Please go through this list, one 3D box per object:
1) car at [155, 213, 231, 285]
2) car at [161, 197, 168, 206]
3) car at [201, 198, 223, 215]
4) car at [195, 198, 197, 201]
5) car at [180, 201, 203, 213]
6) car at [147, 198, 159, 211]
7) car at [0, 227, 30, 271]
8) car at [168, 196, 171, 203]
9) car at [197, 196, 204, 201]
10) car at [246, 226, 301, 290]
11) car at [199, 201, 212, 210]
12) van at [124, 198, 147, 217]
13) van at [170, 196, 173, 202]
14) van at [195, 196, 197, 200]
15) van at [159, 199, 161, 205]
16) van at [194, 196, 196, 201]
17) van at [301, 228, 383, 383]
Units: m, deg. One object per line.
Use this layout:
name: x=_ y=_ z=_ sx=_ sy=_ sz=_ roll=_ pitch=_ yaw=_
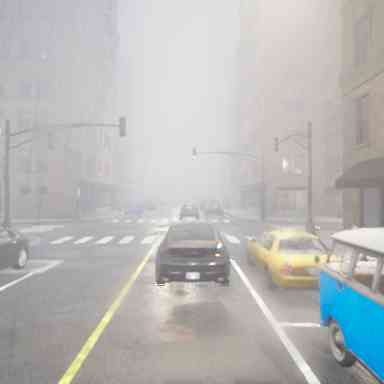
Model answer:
car: x=0.025 y=1.603 z=9.778 sx=1.837 sy=1.490 sz=4.892 roll=0 pitch=0 yaw=0
car: x=-6.581 y=2.185 z=69.566 sx=1.887 sy=1.381 sz=4.507 roll=0 pitch=0 yaw=-1
car: x=2.297 y=1.788 z=36.160 sx=1.967 sy=1.590 sz=4.097 roll=0 pitch=-1 yaw=-1
car: x=2.062 y=2.098 z=58.497 sx=2.008 sy=1.369 sz=4.403 roll=0 pitch=0 yaw=-1
car: x=-0.238 y=1.865 z=32.940 sx=2.033 sy=1.411 sz=5.357 roll=0 pitch=-1 yaw=-1
car: x=-6.346 y=1.768 z=47.225 sx=2.192 sy=1.841 sz=5.009 roll=0 pitch=-1 yaw=-1
car: x=-5.942 y=1.640 z=8.859 sx=2.008 sy=1.369 sz=4.403 roll=0 pitch=-1 yaw=-1
car: x=-6.699 y=2.292 z=80.737 sx=1.947 sy=1.339 sz=4.313 roll=0 pitch=0 yaw=-1
car: x=2.179 y=1.766 z=47.330 sx=2.192 sy=1.841 sz=5.009 roll=0 pitch=-1 yaw=-1
car: x=2.581 y=1.614 z=9.137 sx=1.752 sy=1.417 sz=4.829 roll=0 pitch=-1 yaw=-1
car: x=2.120 y=2.067 z=52.912 sx=1.947 sy=1.339 sz=4.313 roll=0 pitch=0 yaw=-1
van: x=-6.228 y=1.691 z=36.054 sx=1.690 sy=1.788 sz=3.998 roll=0 pitch=-1 yaw=-1
van: x=-6.816 y=2.152 z=91.910 sx=1.690 sy=1.788 sz=3.998 roll=0 pitch=0 yaw=-1
van: x=2.003 y=1.935 z=64.084 sx=1.690 sy=1.788 sz=3.998 roll=0 pitch=0 yaw=-1
van: x=-6.405 y=1.844 z=52.810 sx=1.690 sy=1.788 sz=3.998 roll=0 pitch=-1 yaw=-1
van: x=1.944 y=1.979 z=69.668 sx=1.690 sy=1.788 sz=3.998 roll=0 pitch=0 yaw=-1
van: x=2.643 y=1.373 z=3.300 sx=1.690 sy=1.788 sz=3.998 roll=0 pitch=-1 yaw=-1
